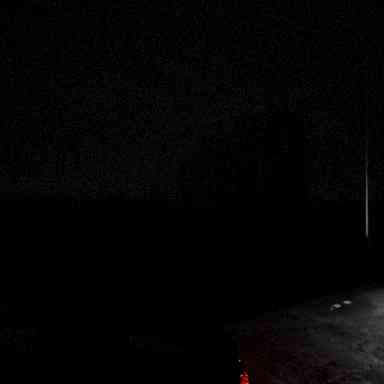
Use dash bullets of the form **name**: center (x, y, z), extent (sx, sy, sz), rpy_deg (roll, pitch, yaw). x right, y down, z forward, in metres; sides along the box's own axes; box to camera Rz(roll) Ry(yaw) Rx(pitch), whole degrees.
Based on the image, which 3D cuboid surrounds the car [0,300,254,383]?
- **car**: center (-1.627, 1.526, 1.843), extent (4.674, 1.442, 1.812), rpy_deg (0, 0, -36)
